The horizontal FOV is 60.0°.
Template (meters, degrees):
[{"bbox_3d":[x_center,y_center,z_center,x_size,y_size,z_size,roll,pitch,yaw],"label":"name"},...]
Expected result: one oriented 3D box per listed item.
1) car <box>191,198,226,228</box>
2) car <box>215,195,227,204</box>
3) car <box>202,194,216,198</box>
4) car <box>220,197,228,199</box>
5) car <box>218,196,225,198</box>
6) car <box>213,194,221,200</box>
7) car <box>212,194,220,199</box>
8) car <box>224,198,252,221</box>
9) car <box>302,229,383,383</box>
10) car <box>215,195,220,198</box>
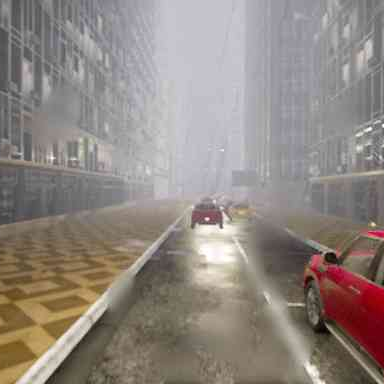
[{"bbox_3d":[0.970,1.378,21.392,1.882,1.535,5.008,0,0,3],"label":"car"},{"bbox_3d":[5.045,1.281,58.926,1.887,1.381,4.507,0,0,2],"label":"car"},{"bbox_3d":[2.076,1.284,47.218,1.837,1.490,4.892,0,1,2],"label":"car"},{"bbox_3d":[3.857,1.414,31.196,1.887,1.381,4.507,0,0,2],"label":"car"},{"bbox_3d":[4.095,1.425,36.742,1.802,1.307,4.206,0,0,2],"label":"car"},{"bbox_3d":[6.003,1.150,81.281,1.752,1.417,4.829,0,0,2],"label":"car"},{"bbox_3d":[6.233,1.148,86.658,2.008,1.369,4.403,0,0,2],"label":"car"},{"bbox_3d":[3.627,1.420,25.820,1.752,1.417,4.829,0,0,2],"label":"car"},{"bbox_3d":[2.810,1.314,3.691,2.192,1.841,5.009,0,0,2],"label":"car"},{"bbox_3d":[4.332,1.368,42.288,2.008,1.369,4.403,0,0,2],"label":"car"}]
